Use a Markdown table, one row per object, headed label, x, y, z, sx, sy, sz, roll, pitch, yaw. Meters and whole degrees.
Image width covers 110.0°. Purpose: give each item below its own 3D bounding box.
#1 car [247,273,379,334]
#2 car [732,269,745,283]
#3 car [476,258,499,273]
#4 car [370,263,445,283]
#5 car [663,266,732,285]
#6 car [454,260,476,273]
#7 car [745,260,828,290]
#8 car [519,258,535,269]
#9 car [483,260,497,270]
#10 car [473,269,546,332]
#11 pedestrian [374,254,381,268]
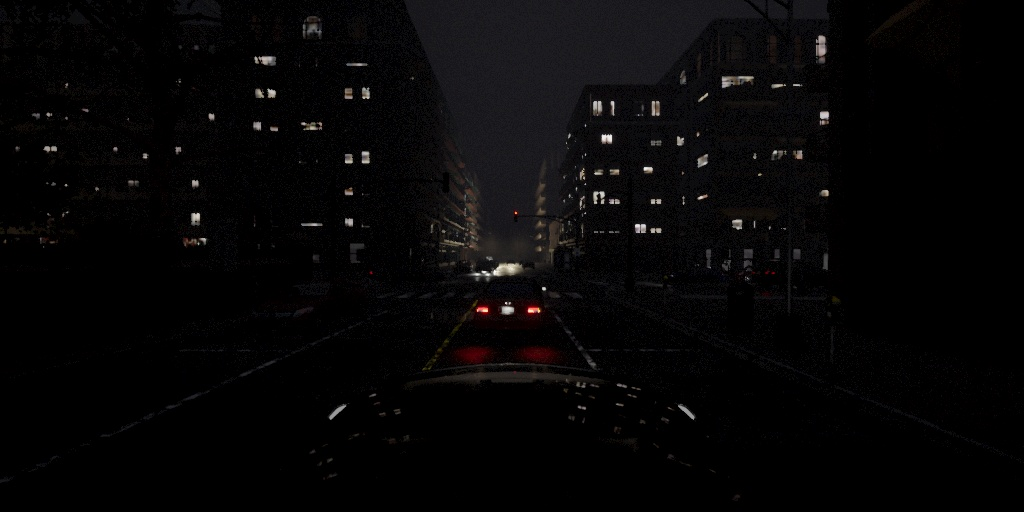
| label | x | y | z | sx | sy | sz | roll | pitch | yaw |
| --- | --- | --- | --- | --- | --- | --- | --- | --- | --- |
| car | -5.713 | 1.330 | 10.613 | 1.802 | 1.307 | 4.207 | 0 | 0 | 0 |
| car | 21.293 | 1.565 | 31.541 | 4.097 | 1.591 | 1.967 | 0 | 0 | -1 |
| car | -3.191 | 1.288 | 43.301 | 2.033 | 1.411 | 5.357 | 0 | 0 | 4 |
| car | -7.716 | 1.258 | 26.431 | 5.357 | 1.411 | 2.033 | 1 | 0 | -18 |
| car | 14.598 | 1.547 | 28.877 | 4.674 | 1.442 | 1.812 | 1 | 0 | -1 |
| car | -5.810 | 1.181 | 43.023 | 1.967 | 1.591 | 4.097 | 0 | 0 | 0 |
| car | 20.408 | 1.364 | 25.761 | 5.566 | 2.045 | 2.150 | 1 | 0 | -1 |
| car | 2.536 | 1.290 | 54.320 | 2.007 | 1.370 | 4.403 | 0 | 0 | 0 |
| car | -3.231 | 1.340 | 53.251 | 1.895 | 1.301 | 4.718 | 0 | 0 | 0 |
| car | 0.052 | 1.295 | 10.826 | 2.033 | 1.411 | 5.357 | 0 | 0 | 3 |
| pedestrian | -12.807 | 0.646 | 33.995 | 0.375 | 1.860 | 0.375 | 0 | -1 | -1 |
